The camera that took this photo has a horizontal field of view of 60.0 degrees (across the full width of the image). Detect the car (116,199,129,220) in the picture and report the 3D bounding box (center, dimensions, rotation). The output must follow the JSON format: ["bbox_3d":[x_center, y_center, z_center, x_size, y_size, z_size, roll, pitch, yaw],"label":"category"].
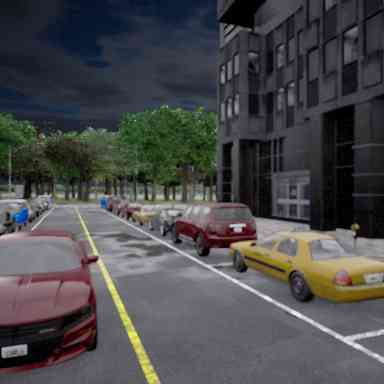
[{"bbox_3d":[-4.984,1.559,28.459,1.887,1.381,4.507,0,0,-20],"label":"car"}]

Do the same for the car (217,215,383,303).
[{"bbox_3d":[2.507,1.531,8.221,1.752,1.417,4.829,0,0,-20],"label":"car"}]

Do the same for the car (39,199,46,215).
[{"bbox_3d":[-14.867,1.578,30.600,1.947,1.339,4.313,0,0,-20],"label":"car"}]

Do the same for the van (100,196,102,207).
[{"bbox_3d":[-10.647,1.367,43.758,1.690,1.788,3.998,0,0,-20],"label":"van"}]

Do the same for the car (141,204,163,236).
[{"bbox_3d":[-1.209,1.560,18.260,2.008,1.369,4.403,0,0,-20],"label":"car"}]

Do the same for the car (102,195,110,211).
[{"bbox_3d":[-8.759,1.337,38.658,2.192,1.841,5.009,0,0,-20],"label":"car"}]

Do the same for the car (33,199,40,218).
[{"bbox_3d":[-12.920,1.534,25.341,1.752,1.417,4.829,0,0,-20],"label":"car"}]

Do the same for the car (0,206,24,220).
[{"bbox_3d":[-9.204,1.569,15.301,1.947,1.339,4.313,0,0,-20],"label":"car"}]

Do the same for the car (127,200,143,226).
[{"bbox_3d":[-3.155,1.537,23.519,1.752,1.417,4.829,0,0,-20],"label":"car"}]

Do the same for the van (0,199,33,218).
[{"bbox_3d":[-11.092,1.347,20.401,1.690,1.788,3.998,0,0,-20],"label":"van"}]

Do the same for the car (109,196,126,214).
[{"bbox_3d":[-6.871,1.458,33.559,1.967,1.590,4.097,0,0,-20],"label":"car"}]

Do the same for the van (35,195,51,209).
[{"bbox_3d":[-20.529,1.365,45.898,1.690,1.788,3.998,0,0,-20],"label":"van"}]

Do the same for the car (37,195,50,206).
[{"bbox_3d":[-18.642,1.460,40.798,1.967,1.590,4.097,0,0,-20],"label":"car"}]

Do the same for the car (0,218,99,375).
[{"bbox_3d":[-2.814,1.479,6.000,1.882,1.535,5.008,0,0,-20],"label":"car"}]

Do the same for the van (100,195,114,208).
[{"bbox_3d":[-12.534,1.371,48.857,1.690,1.788,3.998,0,0,-20],"label":"van"}]

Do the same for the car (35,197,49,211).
[{"bbox_3d":[-16.695,1.541,35.540,1.752,1.417,4.829,0,0,-20],"label":"car"}]

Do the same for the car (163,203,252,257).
[{"bbox_3d":[0.678,1.322,13.161,2.192,1.841,5.009,0,0,-20],"label":"car"}]
